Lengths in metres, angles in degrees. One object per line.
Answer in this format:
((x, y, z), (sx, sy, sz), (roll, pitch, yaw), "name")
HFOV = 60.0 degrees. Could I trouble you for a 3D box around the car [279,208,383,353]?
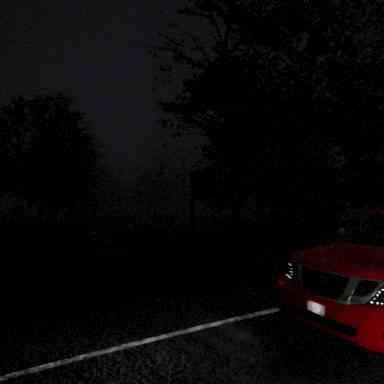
((4.156, 1.266, 5.879), (5.566, 2.045, 2.150), (1, -1, -28), "car")
